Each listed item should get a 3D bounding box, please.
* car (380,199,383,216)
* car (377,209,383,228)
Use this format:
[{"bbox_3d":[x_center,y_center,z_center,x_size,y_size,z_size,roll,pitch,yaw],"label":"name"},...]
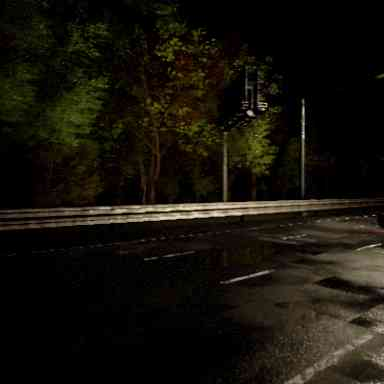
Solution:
[{"bbox_3d":[19.129,1.384,29.991,4.902,1.511,2.128,0,0,-40],"label":"car"},{"bbox_3d":[13.304,1.404,20.610,5.008,1.535,1.882,0,1,-40],"label":"car"}]
